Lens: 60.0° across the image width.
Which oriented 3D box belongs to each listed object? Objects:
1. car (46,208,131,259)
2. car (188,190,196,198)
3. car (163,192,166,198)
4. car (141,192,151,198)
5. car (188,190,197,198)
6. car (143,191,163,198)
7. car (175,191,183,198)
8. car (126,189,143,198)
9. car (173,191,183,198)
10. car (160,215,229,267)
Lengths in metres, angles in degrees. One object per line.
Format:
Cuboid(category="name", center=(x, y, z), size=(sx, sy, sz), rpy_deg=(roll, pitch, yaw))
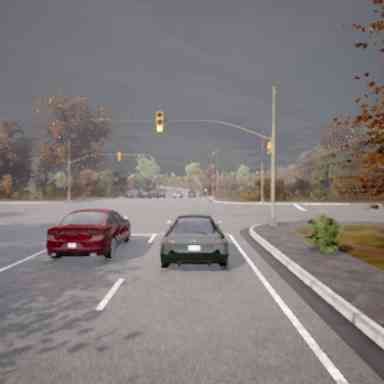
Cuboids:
Cuboid(category="car", center=(-3.463, 1.318, 11.989), size=(1.882, 1.535, 5.008), rpy_deg=(0, 1, -1))
Cuboid(category="car", center=(0.056, 0.504, 88.411), size=(2.150, 2.045, 5.566), rpy_deg=(0, -1, 0))
Cuboid(category="car", center=(-6.952, 0.739, 76.002), size=(2.033, 1.411, 5.357), rpy_deg=(0, -1, 0))
Cuboid(category="car", center=(-10.452, 0.728, 75.807), size=(1.812, 1.442, 4.674), rpy_deg=(0, -1, 0))
Cuboid(category="car", center=(0.050, 0.762, 77.934), size=(2.128, 1.511, 4.902), rpy_deg=(0, -1, 0))
Cuboid(category="car", center=(-6.993, 0.462, 60.283), size=(2.033, 1.411, 5.357), rpy_deg=(0, -1, 1))
Cuboid(category="car", center=(-3.444, 0.633, 88.350), size=(2.097, 1.767, 4.553), rpy_deg=(0, -1, 0))
Cuboid(category="car", center=(-10.497, 0.268, 60.367), size=(2.097, 1.767, 4.553), rpy_deg=(0, -1, 1))
Cuboid(category="car", center=(-3.450, 0.842, 78.382), size=(1.895, 1.301, 4.718), rpy_deg=(0, -1, 0))
Cuboid(category="car", center=(0.085, 1.430, 10.950), size=(1.994, 1.385, 4.181), rpy_deg=(0, 1, 1))
